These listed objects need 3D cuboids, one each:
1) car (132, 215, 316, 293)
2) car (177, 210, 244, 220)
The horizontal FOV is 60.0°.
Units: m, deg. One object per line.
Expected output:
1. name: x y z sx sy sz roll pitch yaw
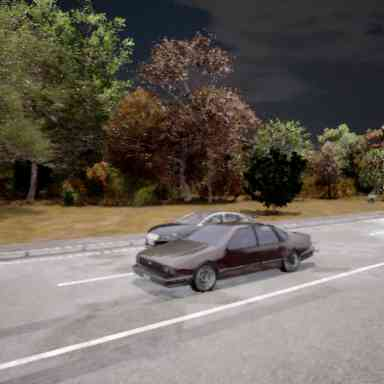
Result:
1. car: 1.138 1.534 9.095 5.357 1.411 2.033 0 0 -36
2. car: 0.578 1.464 12.933 4.902 1.511 2.128 0 0 -35
